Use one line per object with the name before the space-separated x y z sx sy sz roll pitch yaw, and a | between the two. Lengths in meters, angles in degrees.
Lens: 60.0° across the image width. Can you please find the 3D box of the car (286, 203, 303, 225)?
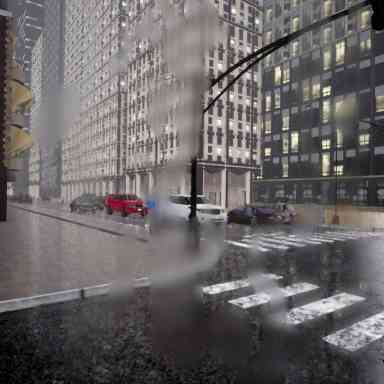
car | 5.784 1.505 23.956 1.967 1.590 4.097 1 -1 -35

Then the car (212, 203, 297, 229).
car | 3.863 1.555 21.533 2.033 1.411 5.357 1 -1 -31

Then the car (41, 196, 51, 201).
car | -36.738 1.570 83.824 1.802 1.307 4.206 1 -1 -35

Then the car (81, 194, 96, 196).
car | -17.099 1.445 51.700 1.882 1.535 5.008 1 -1 -35

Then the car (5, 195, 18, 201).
car | -40.298 1.377 74.368 2.008 1.369 4.403 1 -1 -35

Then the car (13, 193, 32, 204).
car | -30.482 1.155 60.554 2.192 1.841 5.009 1 -1 -35

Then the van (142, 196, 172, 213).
van | -4.027 1.382 37.773 1.690 1.788 3.998 1 -1 -35

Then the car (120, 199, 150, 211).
car | -7.301 1.584 42.376 2.008 1.369 4.403 1 -1 -35

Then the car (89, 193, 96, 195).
car | -14.411 1.380 53.123 2.097 1.767 4.553 1 -1 -35

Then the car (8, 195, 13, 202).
car | -37.028 1.396 69.762 1.947 1.339 4.313 1 -1 -35

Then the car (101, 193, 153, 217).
car | -6.069 1.155 30.649 2.150 2.045 5.566 1 -1 -35

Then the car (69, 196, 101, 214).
car | -10.862 1.427 32.920 2.008 1.369 4.403 1 -1 -35

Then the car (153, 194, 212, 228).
car | -0.095 1.170 22.241 2.150 2.045 5.566 1 -1 -35
